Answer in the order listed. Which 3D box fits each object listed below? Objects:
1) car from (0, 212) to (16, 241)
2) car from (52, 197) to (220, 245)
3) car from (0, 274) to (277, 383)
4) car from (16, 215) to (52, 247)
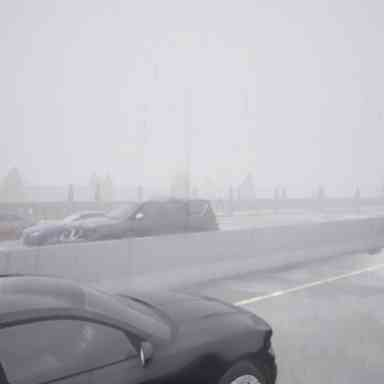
[{"bbox_3d":[-8.999,1.564,14.756,4.181,1.385,1.994,0,0,-35],"label":"car"},{"bbox_3d":[-1.555,1.223,11.470,5.566,2.045,2.150,0,0,-35],"label":"car"},{"bbox_3d":[-1.414,1.478,2.738,5.008,1.535,1.882,0,0,-36],"label":"car"},{"bbox_3d":[-4.425,1.527,13.732,4.674,1.442,1.812,0,0,-35],"label":"car"}]
